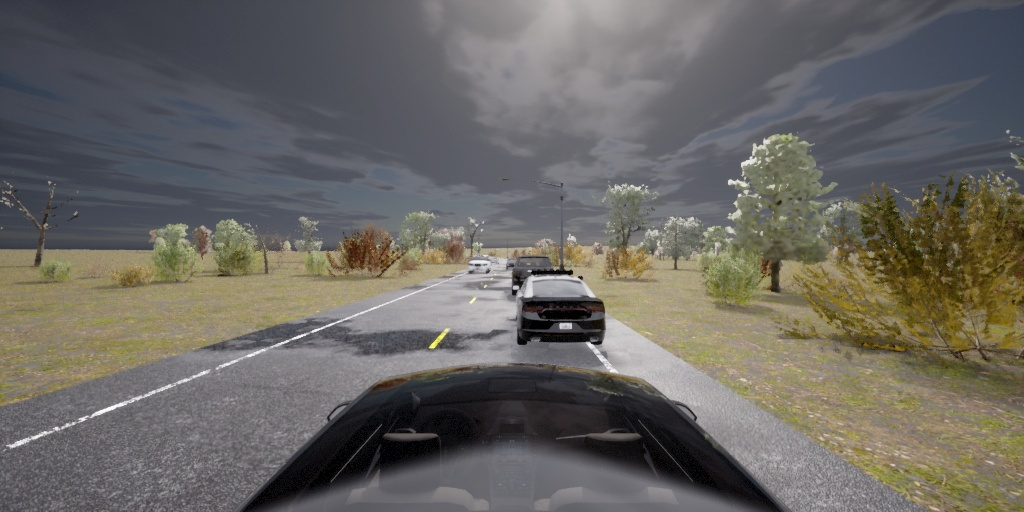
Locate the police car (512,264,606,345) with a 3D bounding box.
[{"bbox_3d":[1.055,1.170,9.615,1.930,1.638,5.238,0,0,0],"label":"police car"}]

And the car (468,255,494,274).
[{"bbox_3d":[-3.580,0.915,40.168,2.150,2.045,5.566,0,0,0],"label":"car"}]

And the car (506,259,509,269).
[{"bbox_3d":[0.083,1.209,52.255,2.033,1.411,5.357,0,0,1],"label":"car"}]

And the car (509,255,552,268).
[{"bbox_3d":[1.060,0.957,19.536,2.150,2.045,5.566,0,0,0],"label":"car"}]
